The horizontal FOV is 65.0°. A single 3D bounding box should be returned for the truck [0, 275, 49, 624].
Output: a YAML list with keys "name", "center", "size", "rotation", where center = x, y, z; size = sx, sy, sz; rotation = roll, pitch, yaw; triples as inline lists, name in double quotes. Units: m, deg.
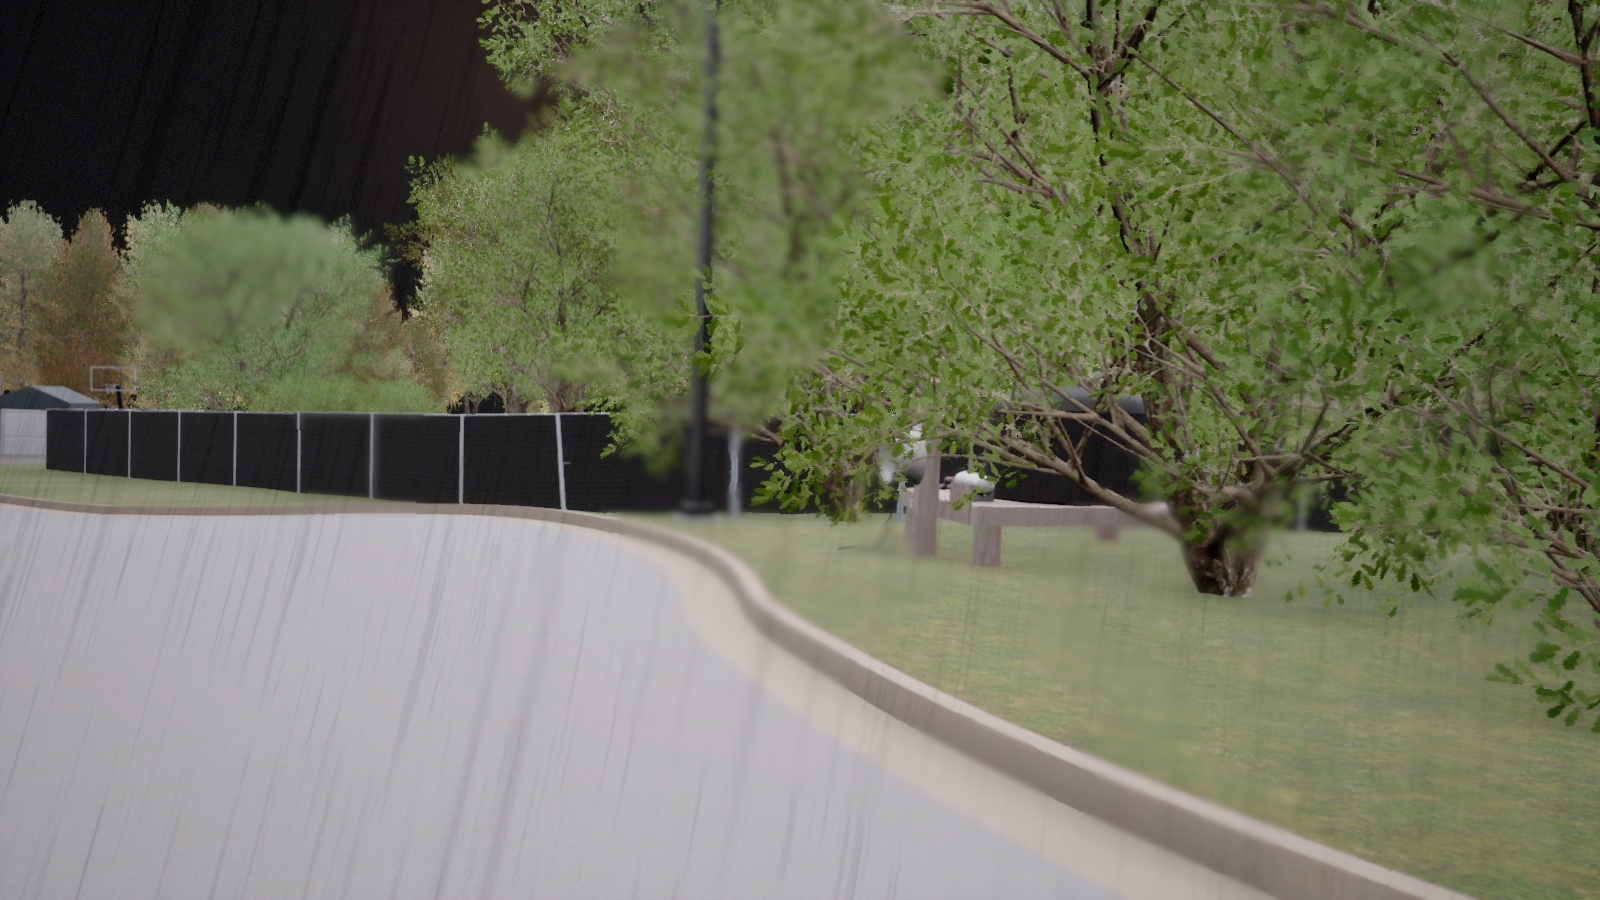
- name: "truck"
  center: [-7.336, 0.067, 6.932]
  size: [2.627, 2.467, 5.204]
  rotation: [-2, 1, 10]
